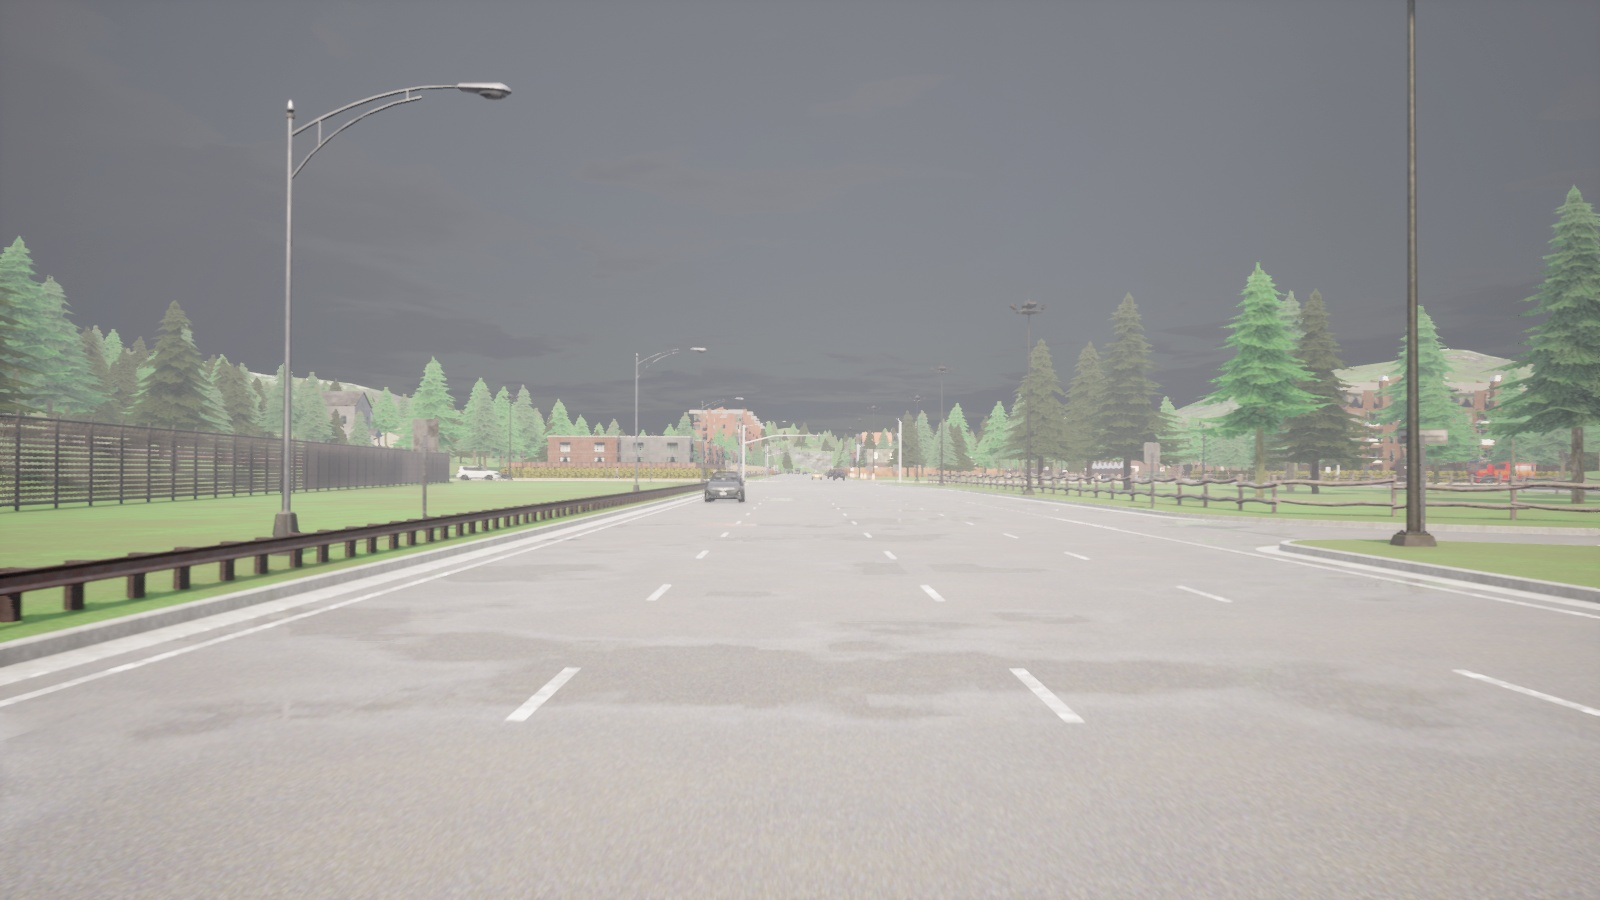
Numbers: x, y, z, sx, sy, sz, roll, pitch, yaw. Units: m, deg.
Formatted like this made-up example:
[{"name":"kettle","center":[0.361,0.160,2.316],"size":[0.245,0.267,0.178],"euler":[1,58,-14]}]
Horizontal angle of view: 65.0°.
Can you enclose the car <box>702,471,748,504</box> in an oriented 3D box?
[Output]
[{"name":"car","center":[-3.649,1.810,61.759],"size":[2.007,1.525,4.514],"euler":[0,-1,0]}]
